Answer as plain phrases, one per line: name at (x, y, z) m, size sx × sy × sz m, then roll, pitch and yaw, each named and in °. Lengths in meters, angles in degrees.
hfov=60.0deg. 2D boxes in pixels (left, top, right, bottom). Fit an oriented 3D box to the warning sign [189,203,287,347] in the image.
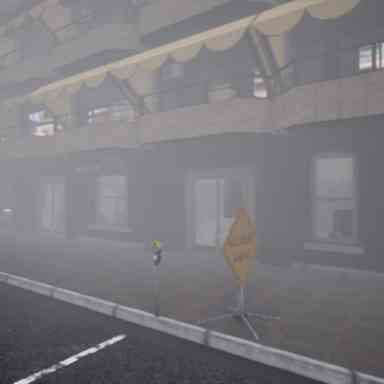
warning sign at (0.758, 1.126, 5.256) m, size 1.060 × 1.860 × 1.300 m, roll 0°, pitch 0°, yaw 36°
